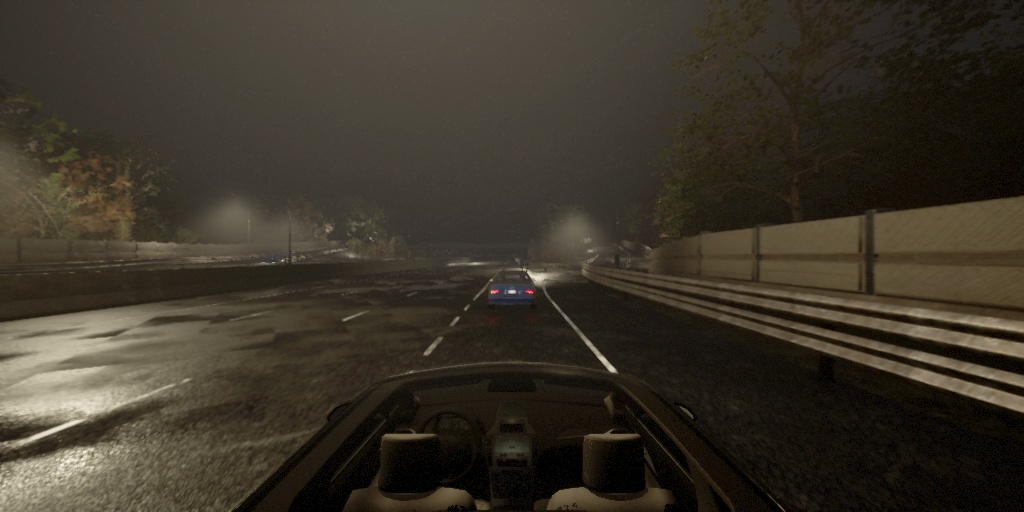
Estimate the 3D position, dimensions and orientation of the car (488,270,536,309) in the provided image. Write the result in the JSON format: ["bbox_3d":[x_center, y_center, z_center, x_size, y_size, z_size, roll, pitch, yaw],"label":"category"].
[{"bbox_3d":[0.029,1.301,15.034,2.033,1.411,5.357,0,0,1],"label":"car"}]
